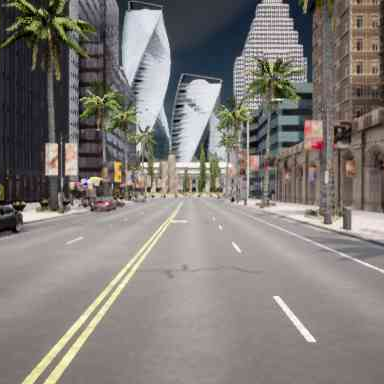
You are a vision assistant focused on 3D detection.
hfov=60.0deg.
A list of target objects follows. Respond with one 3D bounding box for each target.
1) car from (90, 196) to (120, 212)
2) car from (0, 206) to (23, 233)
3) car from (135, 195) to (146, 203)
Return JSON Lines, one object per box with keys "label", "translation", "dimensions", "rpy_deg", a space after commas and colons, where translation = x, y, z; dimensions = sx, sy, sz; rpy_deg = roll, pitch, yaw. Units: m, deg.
{"label": "car", "translation": [-10.119, 1.304, 38.278], "dimensions": [2.185, 1.767, 4.553], "rpy_deg": [0, 0, -1]}
{"label": "car", "translation": [-10.190, 1.459, 16.347], "dimensions": [2.161, 1.482, 4.786], "rpy_deg": [0, 0, -1]}
{"label": "car", "translation": [-10.425, 1.436, 67.652], "dimensions": [2.231, 1.521, 4.892], "rpy_deg": [0, 0, -1]}
